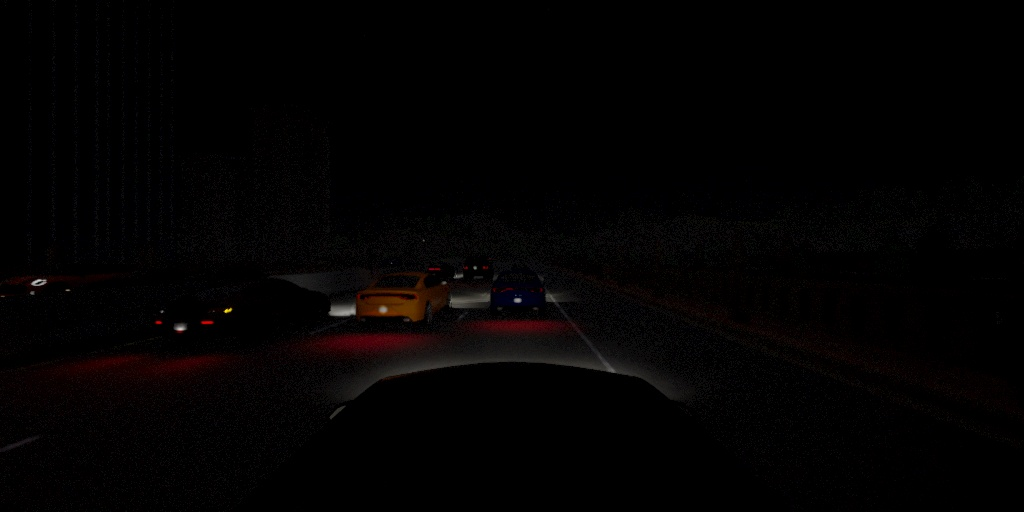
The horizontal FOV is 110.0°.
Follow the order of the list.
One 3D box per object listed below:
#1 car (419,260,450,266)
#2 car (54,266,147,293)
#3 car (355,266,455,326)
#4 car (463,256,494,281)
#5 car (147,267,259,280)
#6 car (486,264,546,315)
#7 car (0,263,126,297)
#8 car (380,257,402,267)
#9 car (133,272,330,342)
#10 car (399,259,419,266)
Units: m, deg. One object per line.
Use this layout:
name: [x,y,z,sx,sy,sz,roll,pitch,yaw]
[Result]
car: [-6.299,1.315,31.735,2.128,1.511,4.902,0,0,2]
car: [-17.404,1.333,17.201,2.033,1.411,5.357,0,0,1]
car: [-3.303,1.252,11.795,1.882,1.535,5.008,0,0,1]
car: [-2.823,1.043,30.851,2.150,2.045,5.566,0,0,2]
car: [-13.901,1.291,17.120,1.837,1.490,4.892,0,0,1]
car: [0.235,1.258,13.829,1.882,1.535,5.008,0,0,1]
car: [-20.899,1.137,17.177,2.097,1.767,4.553,0,0,1]
car: [-19.669,1.110,58.862,2.150,2.045,5.566,0,0,2]
car: [-6.837,1.294,9.731,1.812,1.442,4.674,0,0,1]
car: [-16.164,1.437,58.868,2.033,1.411,5.357,0,0,2]
